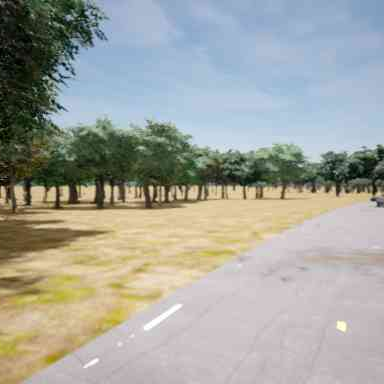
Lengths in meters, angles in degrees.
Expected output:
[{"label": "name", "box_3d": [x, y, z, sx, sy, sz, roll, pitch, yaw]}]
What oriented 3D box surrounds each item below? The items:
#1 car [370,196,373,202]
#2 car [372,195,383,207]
[{"label": "car", "box_3d": [37.656, 1.349, 67.937, 1.895, 1.301, 4.718, 0, 0, 36]}, {"label": "car", "box_3d": [28.624, 1.428, 49.438, 2.128, 1.511, 4.902, 0, 0, 33]}]
